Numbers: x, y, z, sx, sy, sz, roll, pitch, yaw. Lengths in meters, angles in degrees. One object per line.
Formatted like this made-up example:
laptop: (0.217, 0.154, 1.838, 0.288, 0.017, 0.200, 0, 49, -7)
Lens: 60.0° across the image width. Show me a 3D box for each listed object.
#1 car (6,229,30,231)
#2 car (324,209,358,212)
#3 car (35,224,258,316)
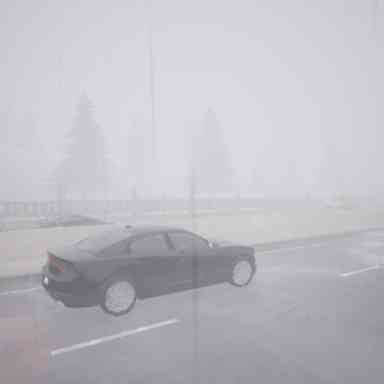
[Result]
car: (-5.174, 1.560, 13.201, 4.181, 1.385, 1.994, 0, 0, -36)
car: (16.540, 1.314, 37.325, 4.553, 1.767, 2.097, 0, 0, -35)
car: (-0.664, 1.473, 7.573, 5.008, 1.535, 1.882, 0, 0, -36)
